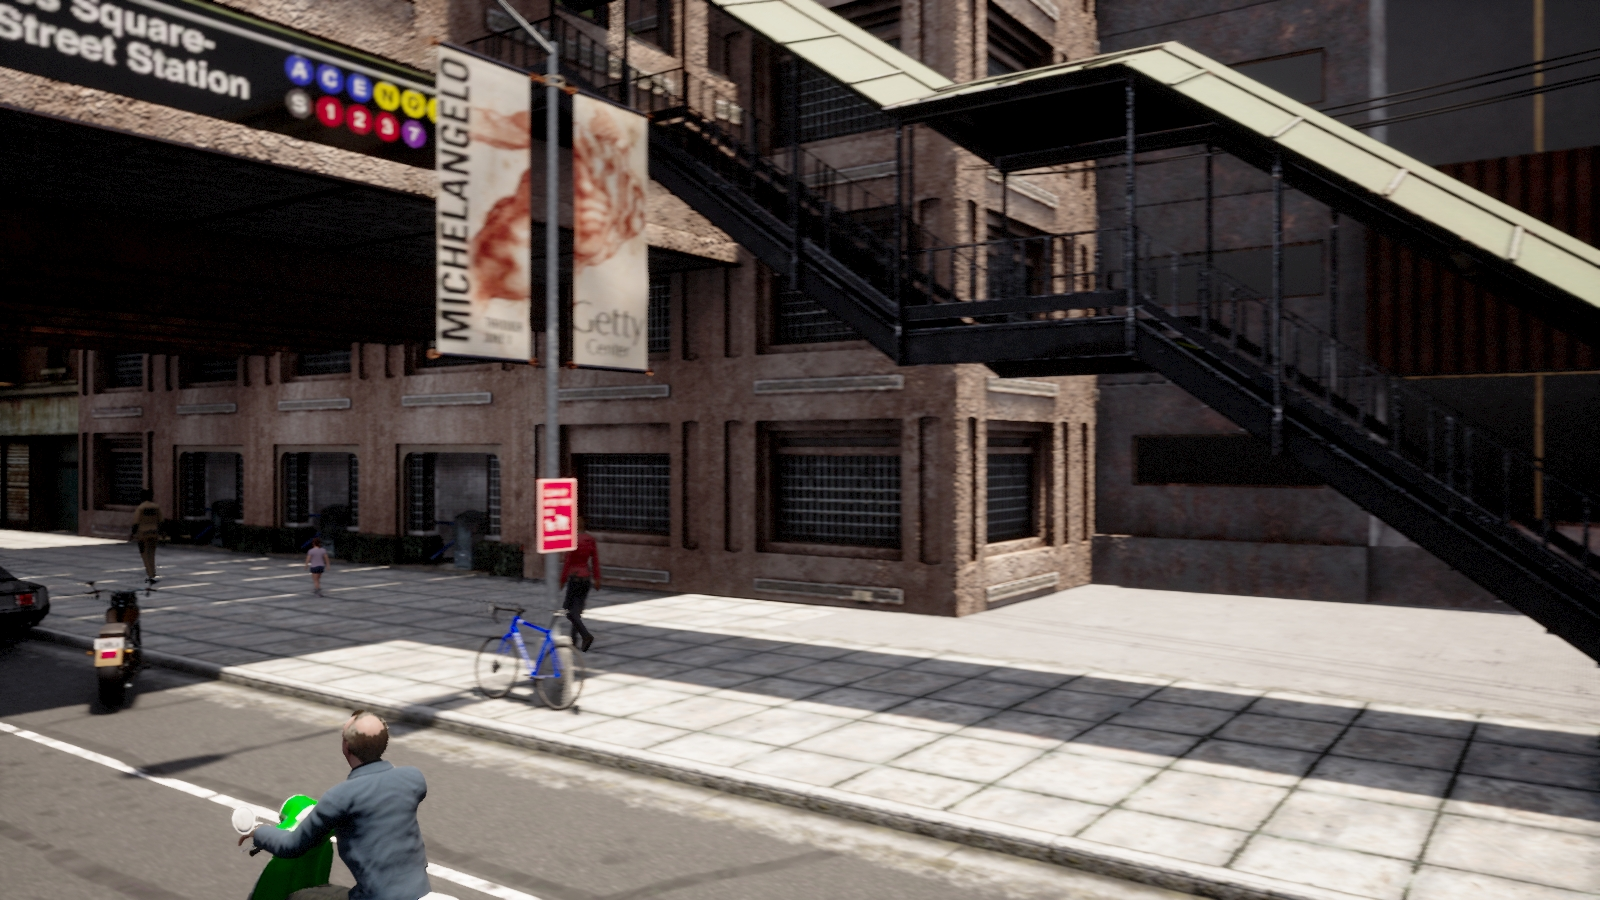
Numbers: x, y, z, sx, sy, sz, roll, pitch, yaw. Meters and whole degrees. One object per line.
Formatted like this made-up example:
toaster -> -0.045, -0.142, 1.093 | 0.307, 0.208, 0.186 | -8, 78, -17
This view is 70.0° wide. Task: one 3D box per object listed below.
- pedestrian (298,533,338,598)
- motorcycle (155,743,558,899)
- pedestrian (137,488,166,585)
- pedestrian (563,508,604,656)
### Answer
pedestrian -> -8.718, 2.076, 20.673 | 0.500, 1.100, 0.500 | 0, 0, 44
motorcycle -> -2.058, 2.182, 5.225 | 1.805, 1.236, 0.856 | 0, 0, 35
pedestrian -> -12.813, 1.696, 22.570 | 0.375, 1.860, 0.375 | 0, 0, 39
pedestrian -> -2.813, 1.696, 14.851 | 0.375, 1.860, 0.375 | 0, 0, 43
